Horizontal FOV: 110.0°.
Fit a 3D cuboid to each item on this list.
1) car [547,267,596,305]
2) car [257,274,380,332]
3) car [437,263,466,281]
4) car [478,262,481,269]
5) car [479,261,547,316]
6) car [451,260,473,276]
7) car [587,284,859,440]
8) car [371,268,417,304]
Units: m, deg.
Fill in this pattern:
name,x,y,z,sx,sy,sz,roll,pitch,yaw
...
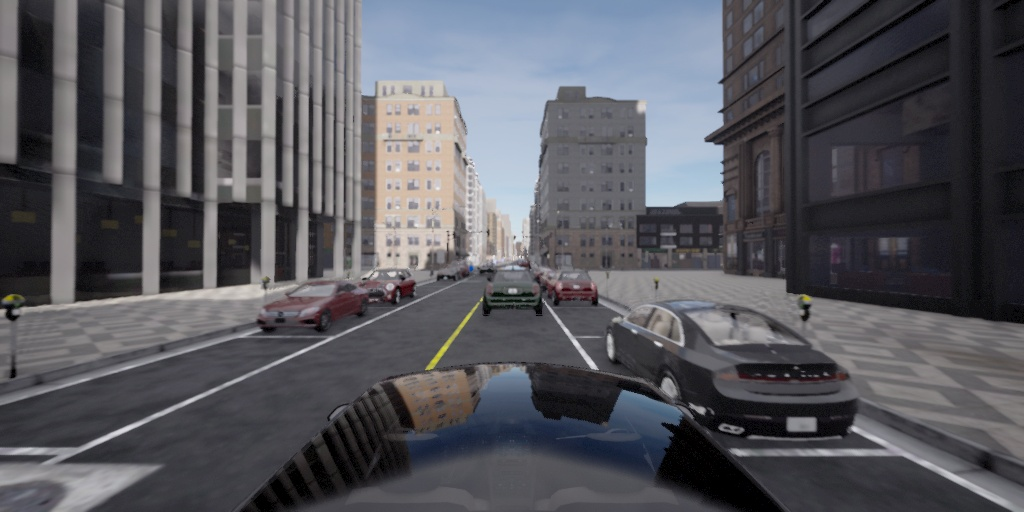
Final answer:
name,x,y,z,sx,sy,sz,roll,pitch,yaw
car,2.674,1.320,16.758,1.967,1.591,4.097,0,0,0
car,-5.854,1.415,11.146,1.802,1.307,4.207,0,0,0
car,-5.845,1.587,33.705,1.948,1.339,4.313,0,0,0
car,-3.022,1.711,44.643,1.895,1.301,4.718,0,0,1
car,0.047,1.210,14.163,2.097,1.767,4.553,0,-1,1
car,-5.842,1.383,39.345,2.192,1.841,5.009,0,0,0
car,2.669,1.334,5.480,2.007,1.370,4.403,0,0,0
car,-5.852,1.320,16.787,1.967,1.591,4.097,0,0,0
